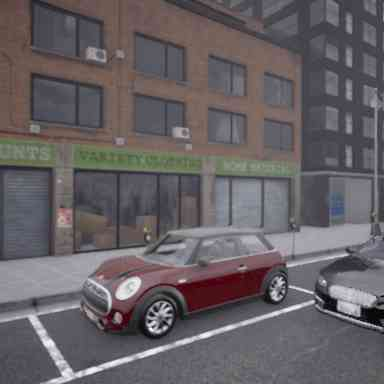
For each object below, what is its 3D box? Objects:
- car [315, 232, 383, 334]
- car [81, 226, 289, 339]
[{"bbox_3d":[4.396,1.534,6.525,4.902,1.511,2.128,0,0,-36],"label":"car"},{"bbox_3d":[-0.015,1.461,6.529,4.097,1.590,1.967,0,0,-36],"label":"car"}]
